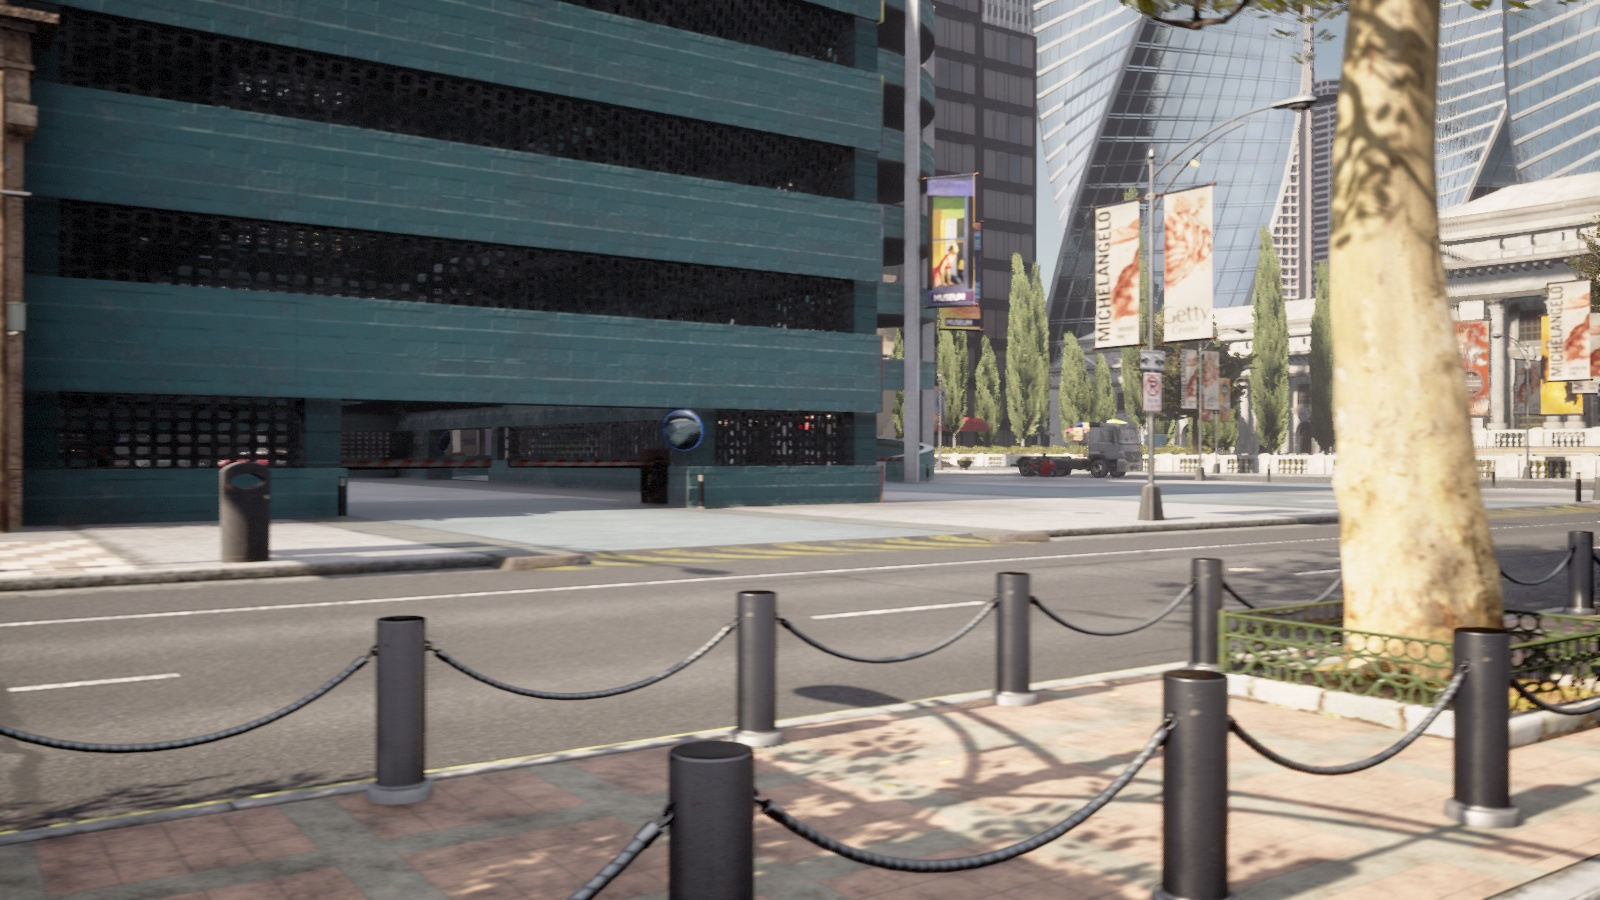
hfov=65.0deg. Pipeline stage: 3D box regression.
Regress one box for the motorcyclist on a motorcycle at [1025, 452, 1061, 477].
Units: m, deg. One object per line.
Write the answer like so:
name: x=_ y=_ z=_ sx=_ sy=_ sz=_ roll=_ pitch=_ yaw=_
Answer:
motorcyclist on a motorcycle: x=14.789 y=0.883 z=76.386 sx=2.044 sy=1.523 sz=0.797 roll=0 pitch=0 yaw=43

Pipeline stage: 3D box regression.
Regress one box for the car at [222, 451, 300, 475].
car: x=-37.149 y=0.880 z=86.569 sx=4.611 sy=1.667 sz=2.242 roll=0 pitch=0 yaw=-34

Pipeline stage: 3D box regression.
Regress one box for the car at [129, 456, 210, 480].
car: x=-38.646 y=1.079 z=76.981 sx=4.181 sy=1.385 sz=1.994 roll=0 pitch=0 yaw=-35

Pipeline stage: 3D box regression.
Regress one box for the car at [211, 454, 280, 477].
car: x=-36.526 y=0.990 z=82.728 sx=3.806 sy=1.475 sz=1.970 roll=0 pitch=0 yaw=-35

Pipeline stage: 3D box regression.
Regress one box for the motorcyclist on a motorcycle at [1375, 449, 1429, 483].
motorcyclist on a motorcycle: x=29.782 y=0.785 z=62.166 sx=0.766 sy=1.649 sz=2.350 roll=0 pitch=0 yaw=-35

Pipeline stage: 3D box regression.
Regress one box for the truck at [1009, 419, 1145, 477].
truck: x=17.305 y=-0.080 z=78.845 sx=7.936 sy=3.462 sz=2.891 roll=0 pitch=0 yaw=41
